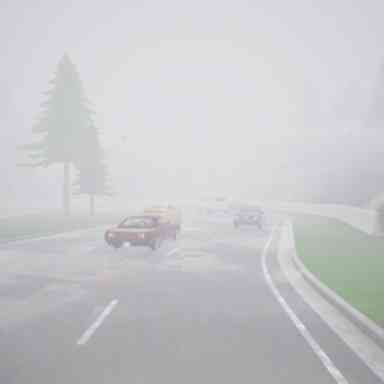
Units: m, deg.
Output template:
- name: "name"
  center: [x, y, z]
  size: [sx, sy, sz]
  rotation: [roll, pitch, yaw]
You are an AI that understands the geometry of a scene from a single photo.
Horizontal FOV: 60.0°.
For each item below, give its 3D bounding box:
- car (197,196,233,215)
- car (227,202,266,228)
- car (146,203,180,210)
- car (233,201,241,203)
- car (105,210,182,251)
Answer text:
- name: "car"
  center: [2.370, 1.476, 38.445]
  size: [2.150, 2.045, 5.566]
  rotation: [1, -1, -15]
- name: "car"
  center: [4.122, 1.704, 23.462]
  size: [2.033, 1.411, 5.357]
  rotation: [0, 0, 16]
- name: "car"
  center: [-2.286, 1.650, 26.448]
  size: [1.882, 1.535, 5.008]
  rotation: [0, 0, 15]
- name: "car"
  center: [5.261, 1.816, 40.437]
  size: [2.033, 1.411, 5.357]
  rotation: [0, 0, -22]
- name: "car"
  center: [-1.930, 1.697, 14.766]
  size: [1.895, 1.301, 4.718]
  rotation: [0, 0, 14]
